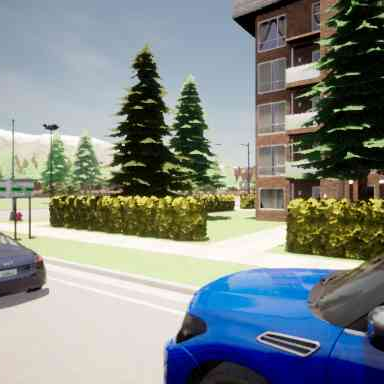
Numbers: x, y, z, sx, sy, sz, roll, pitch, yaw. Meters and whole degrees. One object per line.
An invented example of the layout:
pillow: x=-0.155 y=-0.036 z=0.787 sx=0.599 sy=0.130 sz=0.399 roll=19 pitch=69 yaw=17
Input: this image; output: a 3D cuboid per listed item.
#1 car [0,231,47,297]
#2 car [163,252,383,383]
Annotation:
car: x=-5.238 y=1.562 z=7.698 sx=4.181 sy=1.385 sz=1.994 roll=0 pitch=0 yaw=36
car: x=2.378 y=1.222 z=2.293 sx=5.566 sy=2.045 sz=2.150 roll=0 pitch=0 yaw=36
